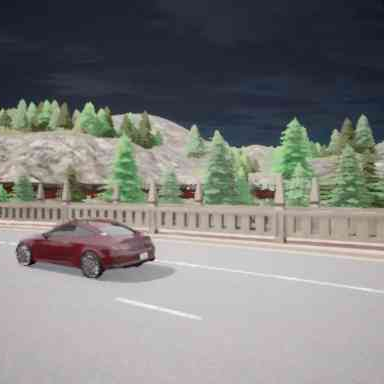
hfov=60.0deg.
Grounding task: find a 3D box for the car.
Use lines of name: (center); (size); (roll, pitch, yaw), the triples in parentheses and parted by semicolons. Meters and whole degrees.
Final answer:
car: (-3.235, 1.522, 9.922); (4.674, 1.442, 1.812); (0, 0, 31)
